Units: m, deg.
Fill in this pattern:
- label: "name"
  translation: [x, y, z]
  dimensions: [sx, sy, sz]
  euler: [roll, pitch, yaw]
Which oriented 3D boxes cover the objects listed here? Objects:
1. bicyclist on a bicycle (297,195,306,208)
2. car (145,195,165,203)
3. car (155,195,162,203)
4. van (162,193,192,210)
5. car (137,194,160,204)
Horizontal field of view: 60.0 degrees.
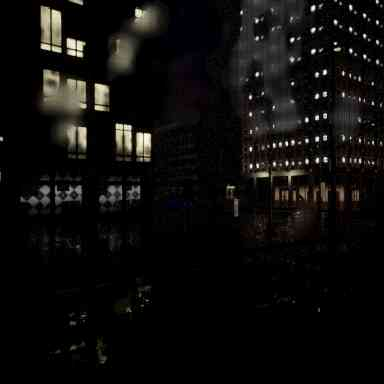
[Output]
- label: "bicyclist on a bicycle"
  translation: [12.848, 1.118, 39.129]
  dimensions: [1.656, 1.620, 0.582]
  euler: [-1, 1, -34]
- label: "car"
  translation: [-7.045, 1.239, 63.222]
  dimensions: [1.887, 1.381, 4.507]
  euler: [0, 0, -34]
- label: "car"
  translation: [-3.936, 1.036, 58.637]
  dimensions: [2.192, 1.841, 5.009]
  euler: [0, 0, -34]
- label: "van"
  translation: [-1.543, 1.210, 40.180]
  dimensions: [1.690, 1.788, 3.998]
  euler: [0, 0, -34]
- label: "car"
  translation: [-7.869, 1.204, 59.809]
  dimensions: [1.882, 1.535, 5.008]
  euler: [-1, 1, -34]
